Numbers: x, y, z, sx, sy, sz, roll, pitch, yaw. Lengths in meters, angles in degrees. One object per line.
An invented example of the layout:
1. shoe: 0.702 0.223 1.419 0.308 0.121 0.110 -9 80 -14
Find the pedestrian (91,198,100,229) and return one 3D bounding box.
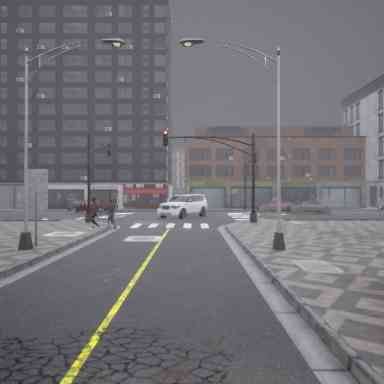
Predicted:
1. pedestrian: -5.522 1.150 18.927 0.375 1.860 0.375 0 0 0

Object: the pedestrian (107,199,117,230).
1. pedestrian: -4.728 1.301 19.606 0.375 1.860 0.375 0 0 0

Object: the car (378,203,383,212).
1. car: 23.449 1.494 37.106 4.902 1.511 2.128 0 0 0

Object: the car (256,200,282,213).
1. car: 9.272 1.595 37.136 4.181 1.385 1.994 0 0 0

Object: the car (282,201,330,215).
1. car: 11.795 1.561 33.828 4.181 1.385 1.994 0 0 -1

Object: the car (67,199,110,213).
1. car: -11.390 1.549 37.177 5.008 1.535 1.882 0 0 0

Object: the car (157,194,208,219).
1. car: -0.689 1.196 28.714 2.150 2.045 5.566 0 0 32
